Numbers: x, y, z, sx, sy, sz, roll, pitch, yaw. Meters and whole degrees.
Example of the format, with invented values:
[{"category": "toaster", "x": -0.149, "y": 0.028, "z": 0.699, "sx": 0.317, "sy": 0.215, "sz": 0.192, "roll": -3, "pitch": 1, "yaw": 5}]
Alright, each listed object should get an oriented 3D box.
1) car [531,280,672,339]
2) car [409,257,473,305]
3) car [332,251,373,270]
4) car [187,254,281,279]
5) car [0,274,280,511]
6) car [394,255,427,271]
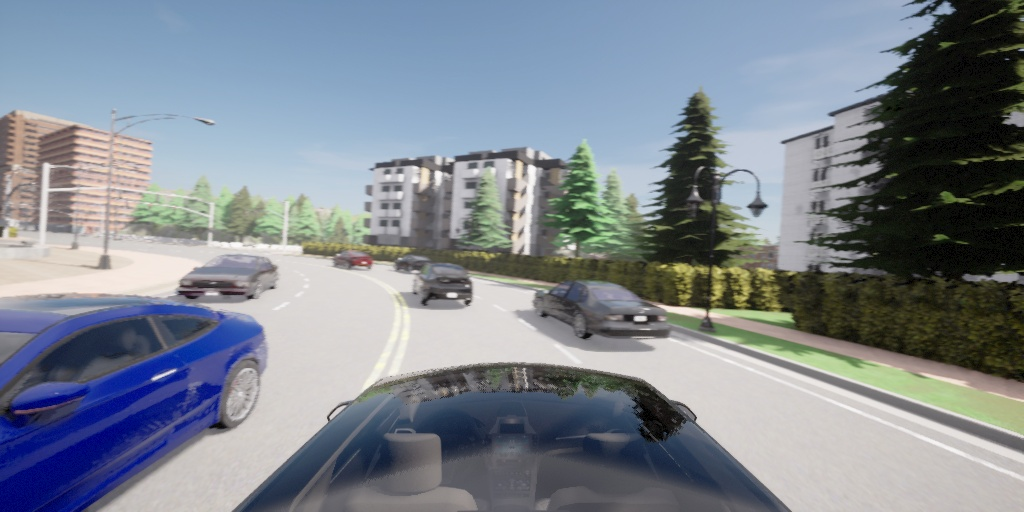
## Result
[{"category": "car", "x": 2.231, "y": 1.410, "z": 10.539, "sx": 2.033, "sy": 1.411, "sz": 5.357, "roll": 4, "pitch": 0, "yaw": -15}, {"category": "car", "x": -2.884, "y": 1.034, "z": 14.528, "sx": 1.837, "sy": 1.490, "sz": 4.892, "roll": 4, "pitch": 0, "yaw": -21}, {"category": "car", "x": -13.635, "y": 0.284, "z": 30.589, "sx": 5.008, "sy": 1.535, "sz": 1.882, "roll": 4, "pitch": 0, "yaw": 45}, {"category": "car", "x": -9.824, "y": 0.645, "z": 12.974, "sx": 2.033, "sy": 1.411, "sz": 5.357, "roll": 4, "pitch": 0, "yaw": -23}, {"category": "car", "x": -3.556, "y": 1.049, "z": 2.429, "sx": 1.812, "sy": 1.442, "sz": 4.674, "roll": 4, "pitch": 0, "yaw": -7}, {"category": "car", "x": -8.170, "y": 0.629, "z": 29.839, "sx": 1.882, "sy": 1.535, "sz": 5.008, "roll": 4, "pitch": 0, "yaw": -40}]
